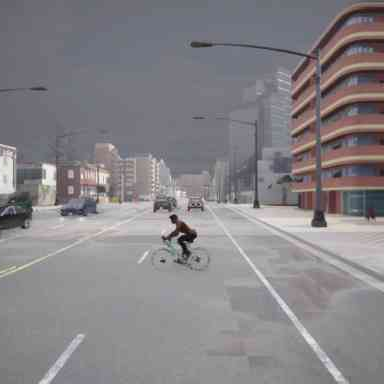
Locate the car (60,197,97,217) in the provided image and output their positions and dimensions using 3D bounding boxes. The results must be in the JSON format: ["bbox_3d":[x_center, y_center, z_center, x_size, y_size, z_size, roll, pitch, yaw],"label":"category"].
[{"bbox_3d":[-10.293,1.269,30.473,2.097,1.767,4.553,0,0,1],"label":"car"}]

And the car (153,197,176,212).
[{"bbox_3d":[-3.099,1.375,36.320,1.837,1.490,4.892,0,0,1],"label":"car"}]

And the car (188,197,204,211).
[{"bbox_3d":[0.431,1.399,38.333,2.033,1.411,5.357,0,0,1],"label":"car"}]

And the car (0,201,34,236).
[{"bbox_3d":[-10.442,1.475,17.934,2.128,1.511,4.902,0,0,1],"label":"car"}]

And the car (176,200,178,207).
[{"bbox_3d":[-3.048,1.403,46.376,2.033,1.411,5.357,0,0,1],"label":"car"}]

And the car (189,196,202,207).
[{"bbox_3d":[0.499,1.389,48.812,1.812,1.442,4.674,0,-1,1],"label":"car"}]

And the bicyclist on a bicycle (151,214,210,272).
[{"bbox_3d":[-0.333,1.445,9.314,1.656,1.620,0.582,-1,0,0],"label":"bicyclist on a bicycle"}]

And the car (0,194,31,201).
[{"bbox_3d":[-13.878,1.181,24.578,2.150,2.045,5.566,0,0,1],"label":"car"}]
